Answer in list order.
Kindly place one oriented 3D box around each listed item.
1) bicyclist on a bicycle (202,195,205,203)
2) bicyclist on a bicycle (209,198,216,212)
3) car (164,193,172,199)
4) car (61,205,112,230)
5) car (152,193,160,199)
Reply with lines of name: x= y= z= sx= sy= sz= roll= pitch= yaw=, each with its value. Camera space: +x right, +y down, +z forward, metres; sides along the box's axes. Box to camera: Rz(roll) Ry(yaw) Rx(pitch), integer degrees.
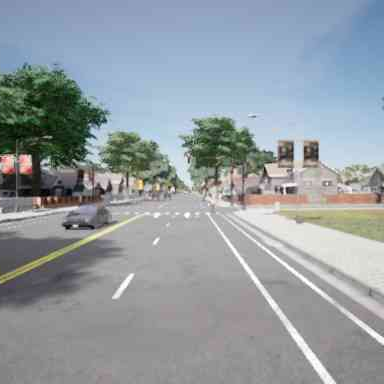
bicyclist on a bicycle: x=2.228 y=1.409 z=62.519 sx=0.582 sy=1.620 sz=1.656 roll=0 pitch=0 yaw=0
bicyclist on a bicycle: x=2.226 y=1.417 z=35.816 sx=0.866 sy=1.612 sz=1.509 roll=0 pitch=0 yaw=0
car: x=-6.532 y=1.058 z=89.741 sx=2.128 sy=1.511 sz=4.902 roll=0 pitch=0 yaw=0
car: x=-6.591 y=1.536 z=21.458 sx=2.033 sy=1.411 sz=5.357 roll=0 pitch=0 yaw=0
car: x=-9.781 y=1.057 z=89.739 sx=2.128 sy=1.511 sz=4.902 roll=0 pitch=0 yaw=0
